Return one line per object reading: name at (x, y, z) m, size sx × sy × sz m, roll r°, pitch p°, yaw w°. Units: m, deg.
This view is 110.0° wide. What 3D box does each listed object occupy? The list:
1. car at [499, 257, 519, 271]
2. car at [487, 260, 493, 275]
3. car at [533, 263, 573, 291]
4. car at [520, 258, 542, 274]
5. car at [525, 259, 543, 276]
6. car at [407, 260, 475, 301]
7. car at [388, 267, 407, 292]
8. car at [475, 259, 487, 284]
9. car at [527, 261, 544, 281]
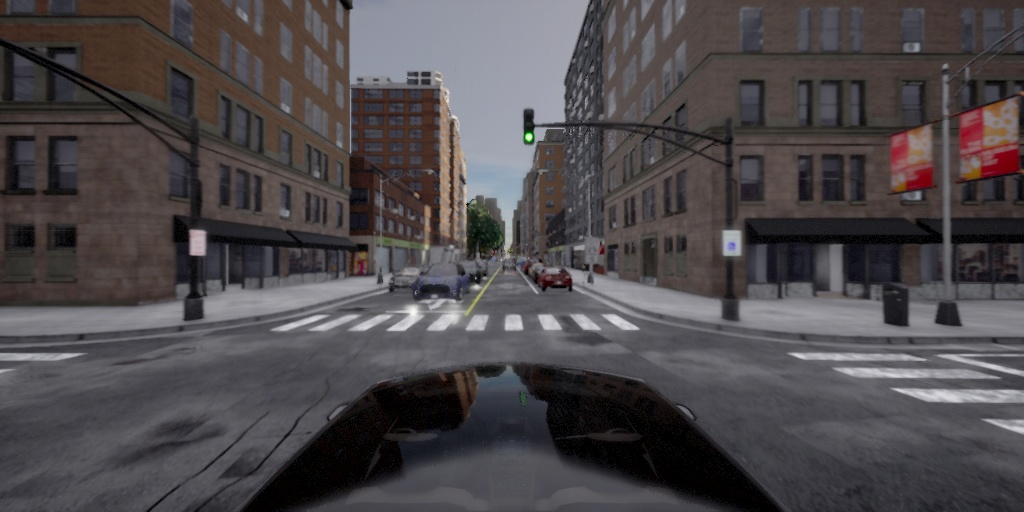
car at (-0.350, 1.280, 49.053) m, size 2.128 × 1.511 × 4.902 m, roll 0°, pitch 0°, yaw -1°
car at (-3.421, 1.324, 37.440) m, size 2.033 × 1.411 × 5.357 m, roll 0°, pitch 0°, yaw 0°
car at (2.505, 1.299, 21.571) m, size 1.888 × 1.381 × 4.507 m, roll 0°, pitch 0°, yaw -1°
car at (2.332, 1.080, 38.091) m, size 2.192 × 1.841 × 5.009 m, roll 0°, pitch 0°, yaw -1°
car at (2.388, 1.285, 32.755) m, size 1.751 × 1.417 × 4.829 m, roll 0°, pitch 0°, yaw -1°
car at (-3.252, 1.117, 17.371) m, size 2.097 × 1.767 × 4.553 m, roll 0°, pitch 0°, yaw 0°
car at (-6.020, 1.321, 21.486) m, size 2.007 × 1.370 × 4.403 m, roll 0°, pitch 0°, yaw -1°
car at (-3.324, 1.120, 27.242) m, size 2.097 × 1.767 × 4.553 m, roll 0°, pitch 0°, yaw -1°
car at (2.448, 1.322, 27.078) m, size 1.948 × 1.339 × 4.313 m, roll 0°, pitch 0°, yaw -1°
